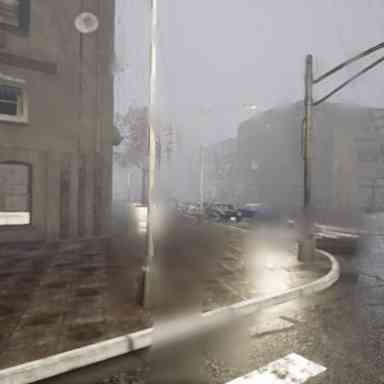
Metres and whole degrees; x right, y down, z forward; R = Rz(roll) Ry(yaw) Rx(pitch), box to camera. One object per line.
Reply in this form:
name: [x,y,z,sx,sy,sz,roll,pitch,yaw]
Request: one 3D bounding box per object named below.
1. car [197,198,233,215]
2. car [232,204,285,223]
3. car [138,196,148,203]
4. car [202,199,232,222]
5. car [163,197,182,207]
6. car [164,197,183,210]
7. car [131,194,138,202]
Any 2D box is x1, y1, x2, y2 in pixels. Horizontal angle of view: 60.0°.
car: [2.239,1.465,34.465,2.128,1.511,4.902,1,0,-16]
car: [4.986,1.572,24.959,1.895,1.301,4.718,1,0,-16]
car: [-8.502,1.518,62.708,1.947,1.339,4.313,1,0,-16]
car: [2.285,1.497,25.427,1.947,1.339,4.313,1,0,-16]
car: [-3.220,1.536,53.512,2.033,1.411,5.357,1,0,-16]
car: [-2.338,1.523,41.405,1.802,1.307,4.206,1,0,-16]
car: [-11.583,1.502,73.359,1.887,1.381,4.507,1,0,-16]
